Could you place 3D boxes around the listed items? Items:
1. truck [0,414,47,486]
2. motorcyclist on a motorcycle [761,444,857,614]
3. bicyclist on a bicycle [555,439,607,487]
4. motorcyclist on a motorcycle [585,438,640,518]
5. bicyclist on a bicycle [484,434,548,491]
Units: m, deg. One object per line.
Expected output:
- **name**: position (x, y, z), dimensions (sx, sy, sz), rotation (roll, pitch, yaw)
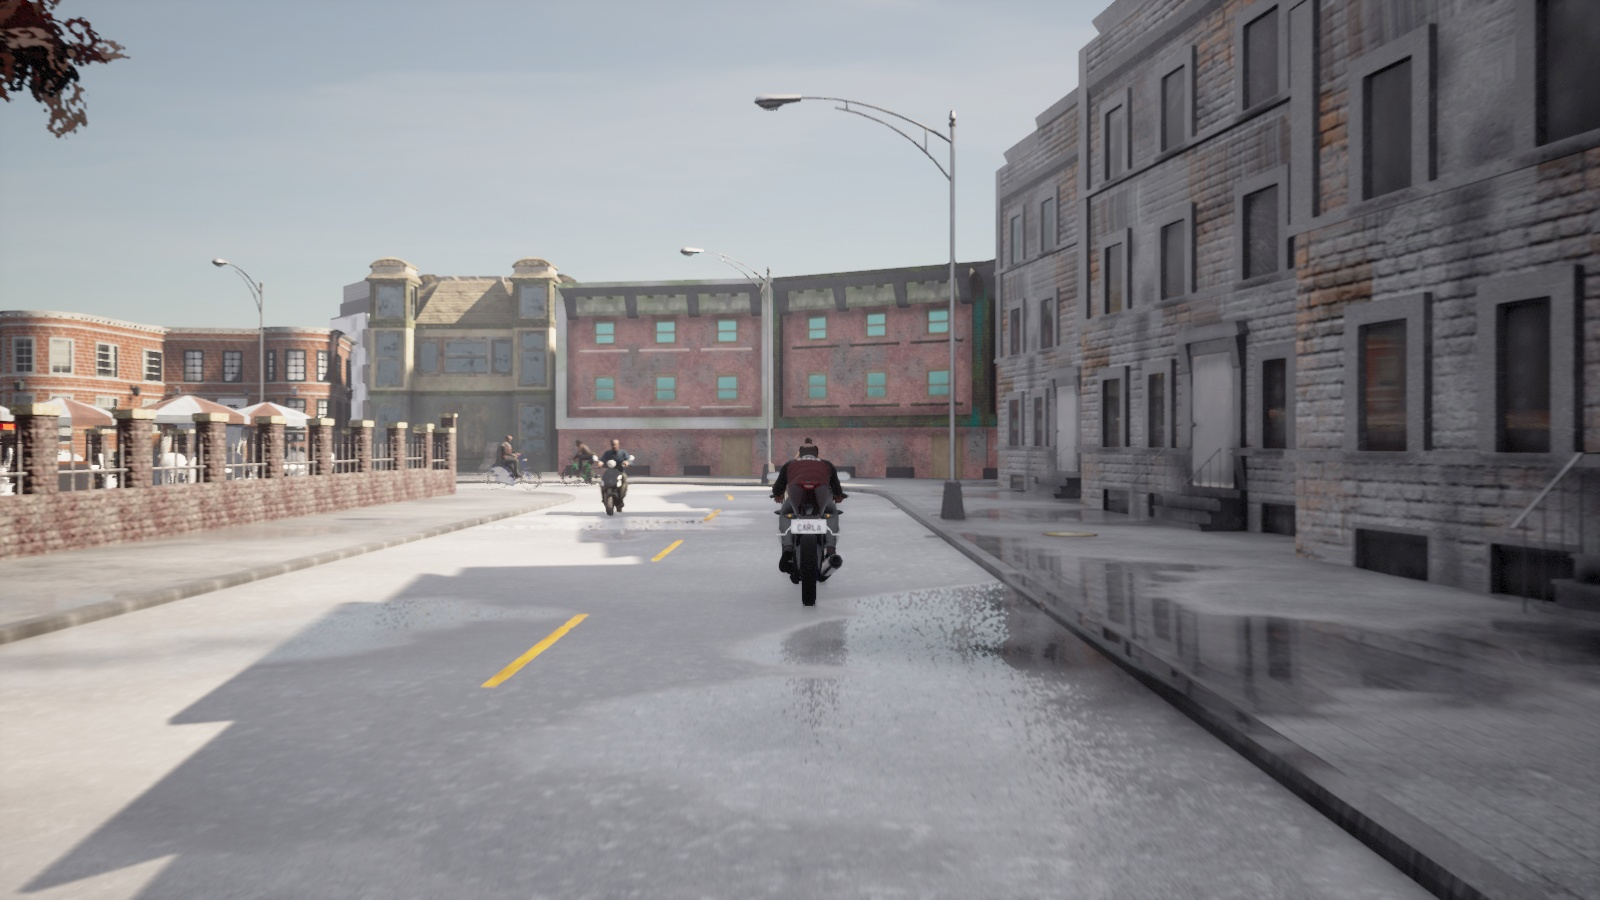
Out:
- **truck**: position (-29.860, -0.013, 44.118), dimensions (5.204, 2.467, 2.627), rotation (0, 0, 1)
- **motorcyclist on a motorcycle**: position (0.086, 0.711, 12.430), dimensions (0.866, 1.530, 2.191), rotation (0, 0, 0)
- **bicyclist on a bicycle**: position (-7.545, 0.452, 43.205), dimensions (1.656, 1.620, 0.582), rotation (0, 1, 18)
- **motorcyclist on a motorcycle**: position (-3.858, 0.550, 26.013), dimensions (0.866, 1.590, 1.817), rotation (0, 0, 0)
- **bicyclist on a bicycle**: position (-8.911, 0.389, 39.456), dimensions (1.843, 1.776, 0.659), rotation (0, 2, 15)
